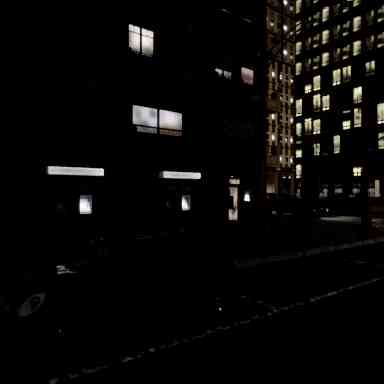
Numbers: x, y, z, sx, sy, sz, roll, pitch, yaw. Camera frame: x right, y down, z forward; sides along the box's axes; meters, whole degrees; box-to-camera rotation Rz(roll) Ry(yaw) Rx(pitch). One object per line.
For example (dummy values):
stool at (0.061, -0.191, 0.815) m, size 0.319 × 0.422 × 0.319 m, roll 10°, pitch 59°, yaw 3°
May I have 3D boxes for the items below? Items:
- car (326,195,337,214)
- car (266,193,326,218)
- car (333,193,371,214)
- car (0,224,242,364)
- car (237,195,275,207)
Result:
car at (9.429, 1.197, 28.638) m, size 1.837 × 1.490 × 4.892 m, roll 0°, pitch 1°, yaw -36°
car at (7.630, 1.010, 26.746) m, size 2.192 × 1.841 × 5.009 m, roll 2°, pitch 0°, yaw -36°
car at (14.342, 1.029, 31.763) m, size 2.192 × 1.841 × 5.009 m, roll 1°, pitch 0°, yaw -36°
car at (-1.116, 1.440, 5.780) m, size 4.097 × 1.590 × 1.967 m, roll 0°, pitch 0°, yaw -36°
car at (7.759, 1.073, 40.698) m, size 1.947 × 1.339 × 4.313 m, roll 1°, pitch 0°, yaw -36°
